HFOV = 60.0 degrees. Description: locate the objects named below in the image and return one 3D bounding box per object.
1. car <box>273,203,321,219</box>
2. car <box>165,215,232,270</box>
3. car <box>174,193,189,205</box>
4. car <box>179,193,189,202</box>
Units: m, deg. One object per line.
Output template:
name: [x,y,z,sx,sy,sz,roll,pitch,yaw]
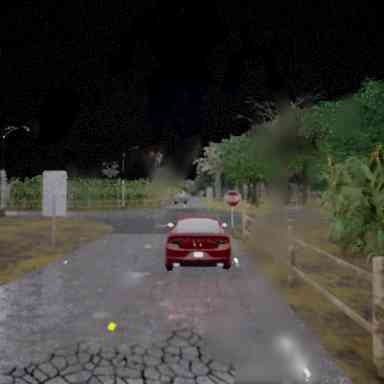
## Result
car: [9.567,1.702,30.368,4.181,1.385,1.994,1,-2,-15]
car: [0.187,1.487,11.146,1.882,1.535,5.008,0,0,0]
car: [-2.086,1.282,61.900,2.150,2.045,5.566,0,0,1]
car: [-1.825,1.308,77.718,2.150,2.045,5.566,0,0,1]
